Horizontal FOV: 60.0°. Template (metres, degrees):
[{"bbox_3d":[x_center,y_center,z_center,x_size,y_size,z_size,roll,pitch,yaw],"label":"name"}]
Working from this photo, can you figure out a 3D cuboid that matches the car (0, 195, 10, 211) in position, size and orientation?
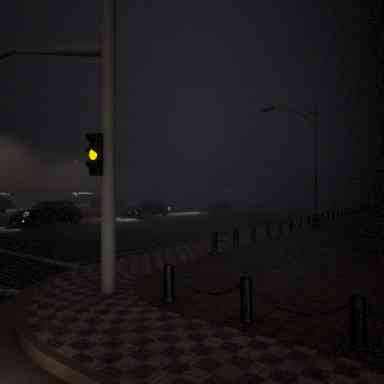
[{"bbox_3d":[-25.682,1.451,44.672,1.970,1.475,3.806,0,0,36],"label":"car"}]

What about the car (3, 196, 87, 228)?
[{"bbox_3d":[-10.009,1.407,23.001,2.097,1.767,4.553,0,0,36],"label":"car"}]

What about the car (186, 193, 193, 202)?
[{"bbox_3d":[0.432,1.212,65.900,1.905,1.878,3.866,0,0,36],"label":"car"}]

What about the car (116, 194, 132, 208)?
[{"bbox_3d":[-12.091,1.451,53.426,1.970,1.475,3.806,0,0,36],"label":"car"}]

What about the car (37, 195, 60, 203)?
[{"bbox_3d":[-28.057,1.419,65.126,1.784,1.438,3.905,0,0,36],"label":"car"}]

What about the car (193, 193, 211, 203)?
[{"bbox_3d":[2.733,1.209,64.142,1.932,1.855,4.605,0,0,36],"label":"car"}]

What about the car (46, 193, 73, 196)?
[{"bbox_3d":[-25.761,1.209,63.359,1.932,1.855,4.605,0,0,36],"label":"car"}]

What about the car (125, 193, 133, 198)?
[{"bbox_3d":[-15.403,1.211,77.490,1.905,1.878,3.866,0,0,36],"label":"car"}]

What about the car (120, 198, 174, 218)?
[{"bbox_3d":[-4.070,1.560,31.145,1.837,1.490,4.892,0,0,36],"label":"car"}]

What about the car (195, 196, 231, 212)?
[{"bbox_3d":[2.917,1.547,40.701,2.128,1.511,4.902,0,0,36],"label":"car"}]

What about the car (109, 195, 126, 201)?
[{"bbox_3d":[-17.729,1.451,79.213,1.970,1.475,3.806,0,0,36],"label":"car"}]
